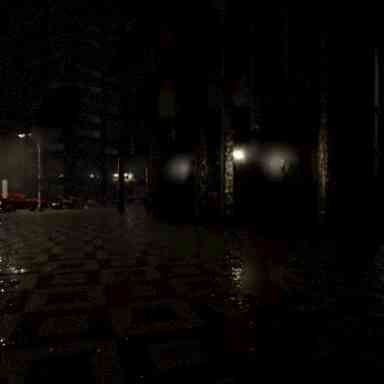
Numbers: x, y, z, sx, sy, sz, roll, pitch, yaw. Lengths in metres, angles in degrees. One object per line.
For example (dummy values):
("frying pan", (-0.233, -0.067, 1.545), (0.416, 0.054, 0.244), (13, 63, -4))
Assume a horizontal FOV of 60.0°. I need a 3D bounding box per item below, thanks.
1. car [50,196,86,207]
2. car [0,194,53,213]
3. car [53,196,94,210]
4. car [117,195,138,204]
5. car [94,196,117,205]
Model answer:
("car", (-17.573, 1.276, 47.198), (1.887, 1.381, 4.507), (1, 0, 35))
("car", (-16.990, 1.115, 33.050), (2.192, 1.841, 5.009), (1, 0, 35))
("car", (-13.783, 1.362, 37.690), (1.947, 1.339, 4.313), (1, 0, 35))
("car", (-11.157, 1.164, 56.475), (1.967, 1.590, 4.097), (1, 0, 35))
("car", (-14.366, 1.310, 51.837), (1.802, 1.307, 4.206), (1, 0, 35))
